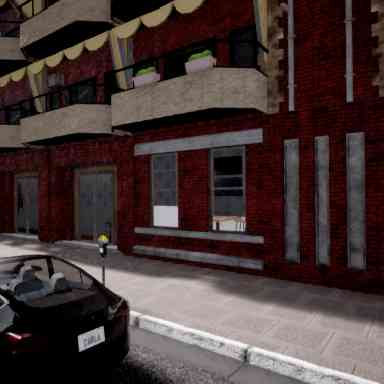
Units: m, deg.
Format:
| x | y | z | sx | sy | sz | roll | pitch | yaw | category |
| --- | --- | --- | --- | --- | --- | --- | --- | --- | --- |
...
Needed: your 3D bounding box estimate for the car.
| x | y | z | sx | sy | sz | roll | pitch | yaw | category |
| --- | --- | --- | --- | --- | --- | --- | --- | --- | --- |
| -2.739 | 1.567 | 4.681 | 4.313 | 1.339 | 1.947 | 0 | -1 | 35 | car |
